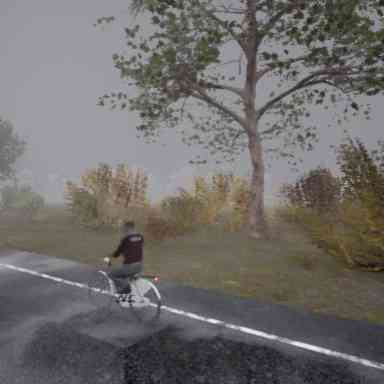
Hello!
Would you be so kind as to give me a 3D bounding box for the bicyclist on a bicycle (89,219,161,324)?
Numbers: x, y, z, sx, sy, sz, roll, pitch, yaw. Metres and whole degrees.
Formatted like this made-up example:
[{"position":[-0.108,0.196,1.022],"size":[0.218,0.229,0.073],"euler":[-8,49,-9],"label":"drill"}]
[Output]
[{"position":[-1.279,1.355,5.968],"size":[1.843,1.776,0.659],"euler":[1,0,35],"label":"bicyclist on a bicycle"}]
